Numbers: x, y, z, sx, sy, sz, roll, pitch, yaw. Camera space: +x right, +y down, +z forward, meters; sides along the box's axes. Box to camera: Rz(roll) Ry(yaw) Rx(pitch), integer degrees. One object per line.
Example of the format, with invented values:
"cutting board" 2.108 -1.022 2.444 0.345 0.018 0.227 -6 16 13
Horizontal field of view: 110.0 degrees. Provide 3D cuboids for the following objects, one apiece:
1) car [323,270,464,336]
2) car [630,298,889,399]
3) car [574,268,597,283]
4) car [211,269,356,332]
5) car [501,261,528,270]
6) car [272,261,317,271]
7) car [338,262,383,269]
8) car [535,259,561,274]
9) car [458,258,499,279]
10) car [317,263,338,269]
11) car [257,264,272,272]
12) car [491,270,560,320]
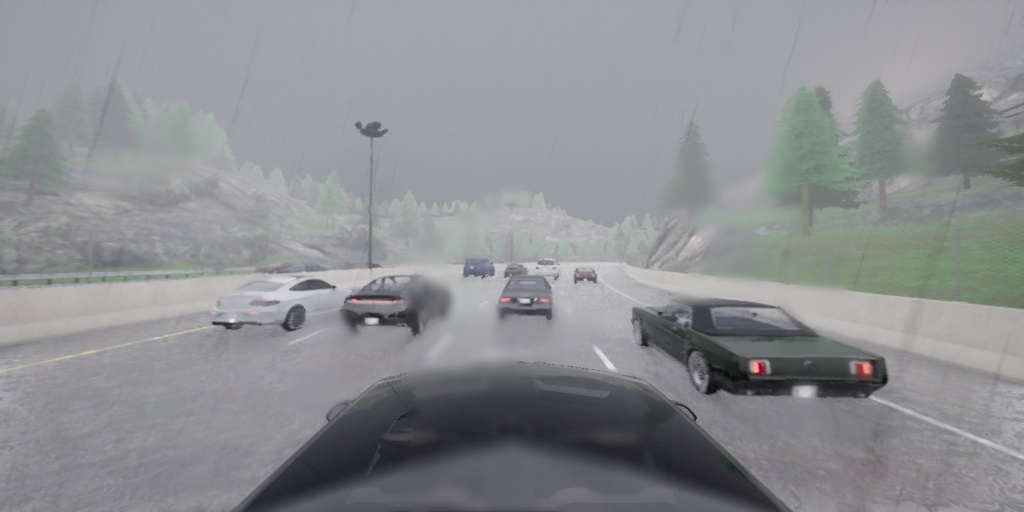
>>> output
"car" -3.057 1.297 10.607 2.128 1.511 4.902 0 0 3
"car" 3.724 1.427 6.663 1.895 1.301 4.718 0 0 2
"car" 6.373 1.670 31.420 1.895 1.301 4.718 0 -1 10
"car" -6.555 1.303 10.881 1.812 1.442 4.674 0 0 3
"car" 0.454 1.582 37.721 1.837 1.490 4.892 0 0 12
"car" -21.295 1.433 36.773 2.033 1.411 5.357 0 -1 10
"car" -14.435 1.434 35.210 1.837 1.490 4.892 0 0 10
"car" 3.632 1.310 35.944 2.150 2.045 5.566 0 0 11
"car" -3.308 1.260 36.905 2.150 2.045 5.566 0 0 11
"car" -17.550 1.416 37.660 2.128 1.511 4.902 0 -1 11
"car" -24.569 1.348 38.169 1.882 1.535 5.008 0 -1 10
"car" 0.581 1.405 13.158 2.033 1.411 5.357 0 0 4
